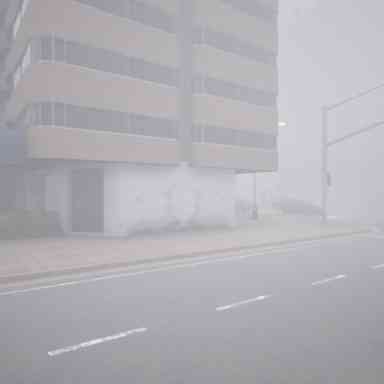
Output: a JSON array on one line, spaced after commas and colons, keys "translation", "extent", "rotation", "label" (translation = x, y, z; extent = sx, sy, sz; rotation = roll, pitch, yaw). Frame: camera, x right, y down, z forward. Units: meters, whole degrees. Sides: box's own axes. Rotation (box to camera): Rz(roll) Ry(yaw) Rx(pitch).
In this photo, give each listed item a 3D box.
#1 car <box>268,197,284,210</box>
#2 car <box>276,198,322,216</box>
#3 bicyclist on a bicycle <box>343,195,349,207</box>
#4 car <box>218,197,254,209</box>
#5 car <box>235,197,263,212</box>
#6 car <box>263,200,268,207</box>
[{"translation": [11.422, 1.473, 37.674], "extent": [1.882, 1.535, 5.008], "rotation": [0, 0, -36], "label": "car"}, {"translation": [10.829, 1.560, 32.536], "extent": [1.994, 1.385, 4.181], "rotation": [0, 0, -36], "label": "car"}, {"translation": [22.040, 1.294, 47.694], "extent": [1.656, 1.620, 0.582], "rotation": [0, 0, -36], "label": "bicyclist on a bicycle"}, {"translation": [5.892, 1.487, 45.294], "extent": [2.128, 1.511, 4.902], "rotation": [0, 0, -36], "label": "car"}, {"translation": [5.903, 1.560, 39.327], "extent": [1.994, 1.385, 4.181], "rotation": [0, 0, -35], "label": "car"}, {"translation": [12.349, 1.485, 48.620], "extent": [2.128, 1.511, 4.902], "rotation": [0, 0, -36], "label": "car"}]
